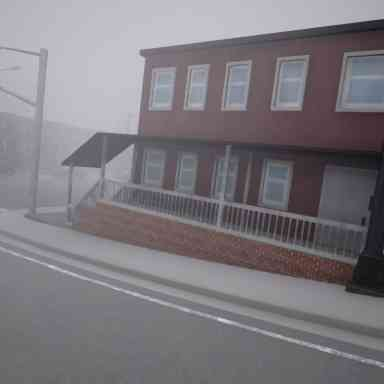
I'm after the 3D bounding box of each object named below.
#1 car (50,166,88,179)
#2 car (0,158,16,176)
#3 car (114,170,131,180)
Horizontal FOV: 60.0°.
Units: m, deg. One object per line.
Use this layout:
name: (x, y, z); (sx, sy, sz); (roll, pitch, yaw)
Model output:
car: (-14.963, -2.479, 40.599); (1.812, 1.442, 4.674); (10, 6, 36)
car: (-20.260, -2.658, 33.259); (2.097, 1.767, 4.553); (10, 6, 35)
car: (-9.195, -2.474, 48.573); (1.812, 1.442, 4.674); (10, 6, 35)
